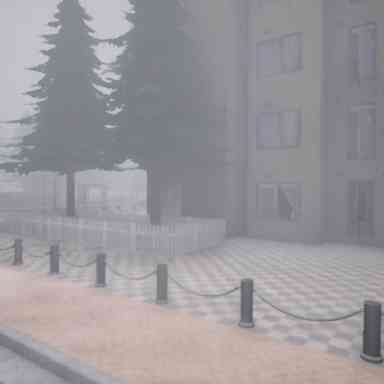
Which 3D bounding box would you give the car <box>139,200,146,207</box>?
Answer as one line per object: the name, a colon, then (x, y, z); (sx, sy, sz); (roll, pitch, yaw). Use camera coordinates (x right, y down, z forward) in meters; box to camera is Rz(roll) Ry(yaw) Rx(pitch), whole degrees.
car: (-4.819, 1.288, 44.097); (1.895, 1.301, 4.718); (1, 0, 37)
